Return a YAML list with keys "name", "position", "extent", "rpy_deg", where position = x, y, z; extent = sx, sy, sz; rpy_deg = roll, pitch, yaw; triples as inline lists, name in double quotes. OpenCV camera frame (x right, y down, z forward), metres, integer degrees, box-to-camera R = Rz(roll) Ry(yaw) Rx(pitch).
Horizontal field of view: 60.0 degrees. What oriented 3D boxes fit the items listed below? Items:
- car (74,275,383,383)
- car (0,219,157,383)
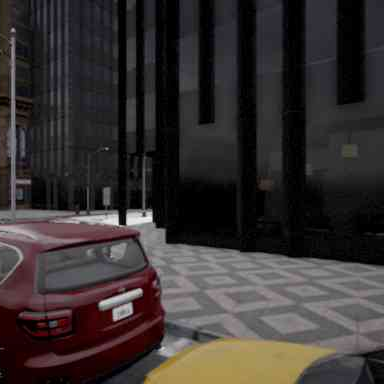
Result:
- name: "car"
  position: [1.617, 1.523, 1.807]
  extent: [4.829, 1.417, 1.752]
  rpy_deg: [0, 0, 35]
- name: "car"
  position: [-2.666, 1.341, 4.854]
  extent: [5.009, 1.841, 2.192]
  rpy_deg: [0, 0, 35]
